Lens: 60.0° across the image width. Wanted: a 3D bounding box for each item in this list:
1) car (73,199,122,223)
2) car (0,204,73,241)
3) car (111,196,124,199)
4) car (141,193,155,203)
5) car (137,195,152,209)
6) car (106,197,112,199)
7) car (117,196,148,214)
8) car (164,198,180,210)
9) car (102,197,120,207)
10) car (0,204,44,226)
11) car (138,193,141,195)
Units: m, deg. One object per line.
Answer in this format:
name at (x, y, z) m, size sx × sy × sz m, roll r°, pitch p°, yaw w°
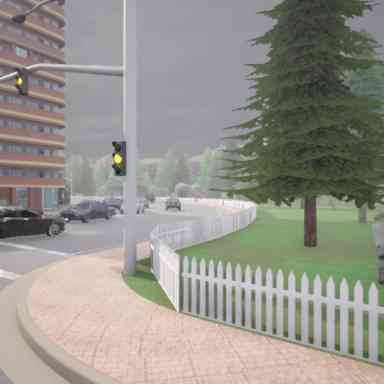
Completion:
car at (-7.768, 1.483, 25.260) m, size 2.033 × 1.411 × 5.357 m, roll 0°, pitch 0°, yaw 17°
car at (-8.238, 1.440, 15.376) m, size 1.837 × 1.490 × 4.892 m, roll 0°, pitch 0°, yaw 30°
car at (-9.766, 1.478, 41.886) m, size 2.033 × 1.411 × 5.357 m, roll 0°, pitch 0°, yaw -7°
car at (-9.556, 1.146, 66.406) m, size 2.150 × 2.045 × 5.566 m, roll 0°, pitch 0°, yaw -40°
car at (-6.897, 1.456, 44.895) m, size 1.812 × 1.442 × 4.674 m, roll 0°, pitch 0°, yaw -13°
car at (-9.853, 1.480, 31.811) m, size 2.033 × 1.411 × 5.357 m, roll 0°, pitch 0°, yaw 8°
car at (-6.139, 1.459, 34.703) m, size 1.812 × 1.442 × 4.674 m, roll 0°, pitch 0°, yaw 3°
car at (-2.514, 1.480, 41.908) m, size 2.033 × 1.411 × 5.357 m, roll 0°, pitch 0°, yaw -7°
car at (-12.621, 1.491, 51.542) m, size 1.994 × 1.385 × 4.181 m, roll 0°, pitch 0°, yaw -24°
car at (-12.653, 1.535, 22.578) m, size 1.895 × 1.301 × 4.718 m, roll 0°, pitch 0°, yaw 23°
car at (-12.547, 1.415, 64.434) m, size 2.128 × 1.511 × 4.902 m, roll 0°, pitch 0°, yaw -40°
